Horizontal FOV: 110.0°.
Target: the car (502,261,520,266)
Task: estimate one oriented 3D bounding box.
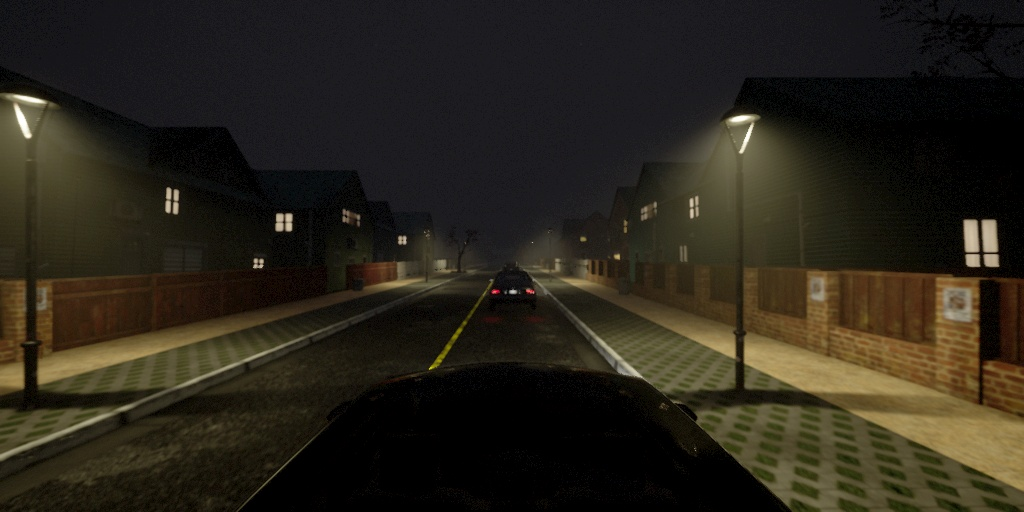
[{"bbox_3d":[-0.107,1.294,41.328,2.128,1.511,4.902,0,0,0],"label":"car"}]

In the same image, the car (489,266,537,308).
[{"bbox_3d":[0.025,1.306,15.093,2.033,1.411,5.357,0,0,0],"label":"car"}]
